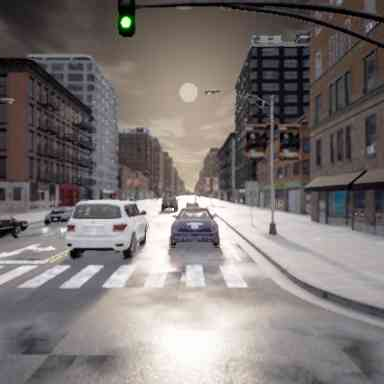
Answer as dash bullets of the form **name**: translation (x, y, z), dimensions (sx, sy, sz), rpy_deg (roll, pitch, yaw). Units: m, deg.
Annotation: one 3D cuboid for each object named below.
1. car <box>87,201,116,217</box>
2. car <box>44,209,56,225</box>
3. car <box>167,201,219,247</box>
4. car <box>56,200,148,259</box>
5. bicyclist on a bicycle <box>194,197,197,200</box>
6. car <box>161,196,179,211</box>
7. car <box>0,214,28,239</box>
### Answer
- **car**: translation (-9.787, 1.806, 36.264), dimensions (1.837, 1.490, 4.892), rpy_deg (0, 0, 0)
- **car**: translation (-9.833, 1.779, 25.861), dimensions (1.994, 1.385, 4.181), rpy_deg (0, 0, -1)
- **car**: translation (0.118, 1.488, 15.881), dimensions (2.097, 1.767, 4.553), rpy_deg (0, 0, 0)
- **car**: translation (-3.136, 1.334, 13.275), dimensions (2.150, 2.045, 5.566), rpy_deg (0, 0, 0)
- **bicyclist on a bicycle**: translation (0.987, 2.189, 89.233), dimensions (0.866, 1.612, 1.509), rpy_deg (0, 0, 0)
- **car**: translation (-3.112, 1.612, 46.673), dimensions (2.150, 2.045, 5.566), rpy_deg (0, 0, 0)
- **car**: translation (-9.832, 1.732, 15.831), dimensions (1.895, 1.301, 4.718), rpy_deg (0, 0, 0)
